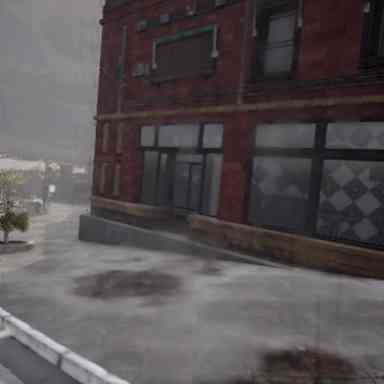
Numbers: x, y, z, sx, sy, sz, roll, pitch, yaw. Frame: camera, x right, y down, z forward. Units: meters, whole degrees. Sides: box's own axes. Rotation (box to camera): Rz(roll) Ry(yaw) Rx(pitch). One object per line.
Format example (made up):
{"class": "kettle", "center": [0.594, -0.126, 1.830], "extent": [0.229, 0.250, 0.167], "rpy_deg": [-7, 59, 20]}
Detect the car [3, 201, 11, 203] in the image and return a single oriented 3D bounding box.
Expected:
{"class": "car", "center": [-35.650, 2.225, 63.725], "extent": [1.895, 1.301, 4.718], "rpy_deg": [4, -2, -17]}
